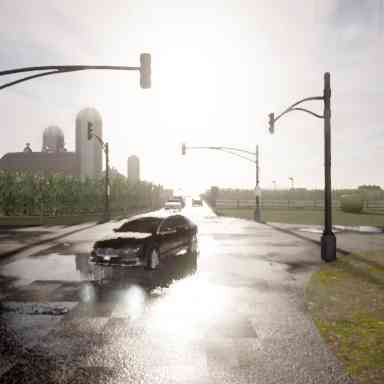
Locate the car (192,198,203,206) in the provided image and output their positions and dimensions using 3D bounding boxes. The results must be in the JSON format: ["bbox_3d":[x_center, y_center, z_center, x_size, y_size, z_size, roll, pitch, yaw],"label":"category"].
[{"bbox_3d":[0.880,1.668,56.962,1.895,1.301,4.718,0,0,0],"label":"car"}]

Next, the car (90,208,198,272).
[{"bbox_3d":[-1.337,1.500,11.124,1.837,1.490,4.892,-2,0,23],"label":"car"}]

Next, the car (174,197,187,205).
[{"bbox_3d":[-2.002,1.621,60.134,2.033,1.411,5.357,0,0,1],"label":"car"}]

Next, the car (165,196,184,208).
[{"bbox_3d":[-2.232,1.565,40.126,1.812,1.442,4.674,0,0,1],"label":"car"}]

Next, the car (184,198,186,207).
[{"bbox_3d":[-2.129,1.406,49.953,2.097,1.767,4.553,0,0,1],"label":"car"}]
